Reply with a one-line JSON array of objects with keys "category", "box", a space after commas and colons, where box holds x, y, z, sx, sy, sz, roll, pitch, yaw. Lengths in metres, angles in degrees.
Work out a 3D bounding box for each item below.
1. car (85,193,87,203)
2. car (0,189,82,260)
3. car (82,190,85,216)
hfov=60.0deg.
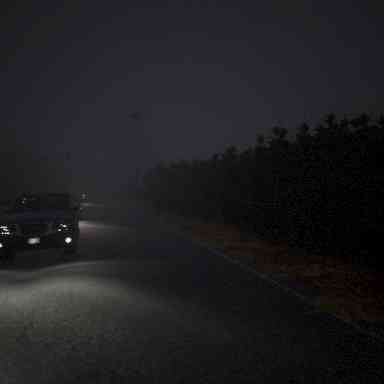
[{"category": "car", "box": [-14.419, 0.502, 42.042, 2.097, 1.767, 4.553, -2, 2, -16]}, {"category": "car", "box": [-5.387, 1.002, 12.234, 2.150, 2.045, 5.566, -2, 2, -17]}, {"category": "car", "box": [-8.509, 0.923, 22.352, 2.097, 1.767, 4.553, -2, 2, -17]}]
